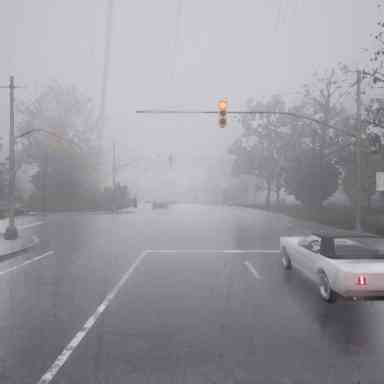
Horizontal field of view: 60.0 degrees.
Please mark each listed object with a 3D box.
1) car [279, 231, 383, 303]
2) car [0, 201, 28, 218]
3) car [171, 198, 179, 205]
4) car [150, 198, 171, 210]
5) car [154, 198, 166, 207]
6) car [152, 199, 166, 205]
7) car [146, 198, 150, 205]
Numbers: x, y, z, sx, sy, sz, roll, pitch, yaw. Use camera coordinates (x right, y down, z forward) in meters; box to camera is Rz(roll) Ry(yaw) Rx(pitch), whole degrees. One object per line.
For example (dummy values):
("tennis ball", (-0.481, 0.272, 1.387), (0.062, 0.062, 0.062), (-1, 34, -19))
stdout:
("car", (3.598, 1.601, 8.170), (1.895, 1.301, 4.718), (0, 0, 0))
("car", (-17.461, 1.596, 30.047), (4.892, 1.490, 1.837), (0, 1, -2))
("car", (-4.979, 2.248, 73.788), (1.895, 1.301, 4.718), (0, -1, -19))
("car", (-4.058, 1.551, 43.125), (1.882, 1.535, 5.008), (0, -1, -3))
("car", (-5.909, 1.864, 61.276), (1.882, 1.535, 5.008), (0, -1, -9))
("car", (-8.238, 2.461, 83.113), (1.895, 1.301, 4.718), (0, -1, -25))
("car", (-9.283, 2.193, 75.923), (1.882, 1.535, 5.008), (0, -1, -16))
